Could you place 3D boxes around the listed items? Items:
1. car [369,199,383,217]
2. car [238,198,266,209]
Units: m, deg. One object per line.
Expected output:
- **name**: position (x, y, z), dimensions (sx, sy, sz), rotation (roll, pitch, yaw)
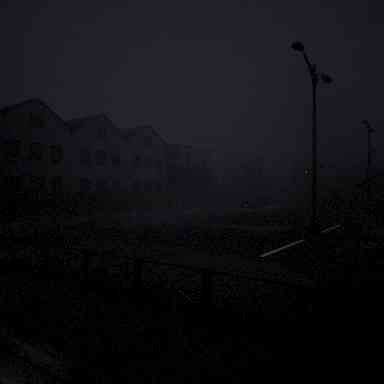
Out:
- **car**: position (15.523, 1.298, 26.745), dimensions (2.007, 1.523, 4.514), rotation (0, 0, 35)
- **car**: position (7.748, 1.409, 42.215), dimensions (1.895, 1.301, 4.718), rotation (0, 0, 36)
